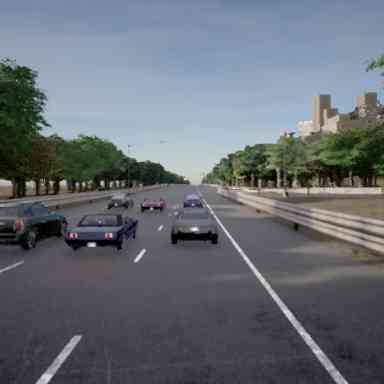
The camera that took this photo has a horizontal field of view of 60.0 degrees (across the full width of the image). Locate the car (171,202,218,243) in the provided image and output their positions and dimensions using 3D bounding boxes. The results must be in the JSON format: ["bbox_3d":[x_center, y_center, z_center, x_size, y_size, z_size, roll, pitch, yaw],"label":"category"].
[{"bbox_3d":[0.101,1.398,15.161,1.994,1.385,4.181,0,1,0],"label":"car"}]

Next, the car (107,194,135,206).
[{"bbox_3d":[-6.900,0.912,32.534,1.812,1.442,4.674,0,2,0],"label":"car"}]

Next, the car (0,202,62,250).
[{"bbox_3d":[-6.899,1.212,13.791,2.097,1.767,4.553,0,1,0],"label":"car"}]

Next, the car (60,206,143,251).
[{"bbox_3d":[-3.399,1.465,13.526,1.895,1.301,4.718,0,1,0],"label":"car"}]

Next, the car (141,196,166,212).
[{"bbox_3d":[-3.399,1.050,30.217,1.895,1.301,4.718,0,2,0],"label":"car"}]

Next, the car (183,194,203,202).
[{"bbox_3d":[0.100,0.914,32.453,1.812,1.442,4.674,0,2,0],"label":"car"}]
